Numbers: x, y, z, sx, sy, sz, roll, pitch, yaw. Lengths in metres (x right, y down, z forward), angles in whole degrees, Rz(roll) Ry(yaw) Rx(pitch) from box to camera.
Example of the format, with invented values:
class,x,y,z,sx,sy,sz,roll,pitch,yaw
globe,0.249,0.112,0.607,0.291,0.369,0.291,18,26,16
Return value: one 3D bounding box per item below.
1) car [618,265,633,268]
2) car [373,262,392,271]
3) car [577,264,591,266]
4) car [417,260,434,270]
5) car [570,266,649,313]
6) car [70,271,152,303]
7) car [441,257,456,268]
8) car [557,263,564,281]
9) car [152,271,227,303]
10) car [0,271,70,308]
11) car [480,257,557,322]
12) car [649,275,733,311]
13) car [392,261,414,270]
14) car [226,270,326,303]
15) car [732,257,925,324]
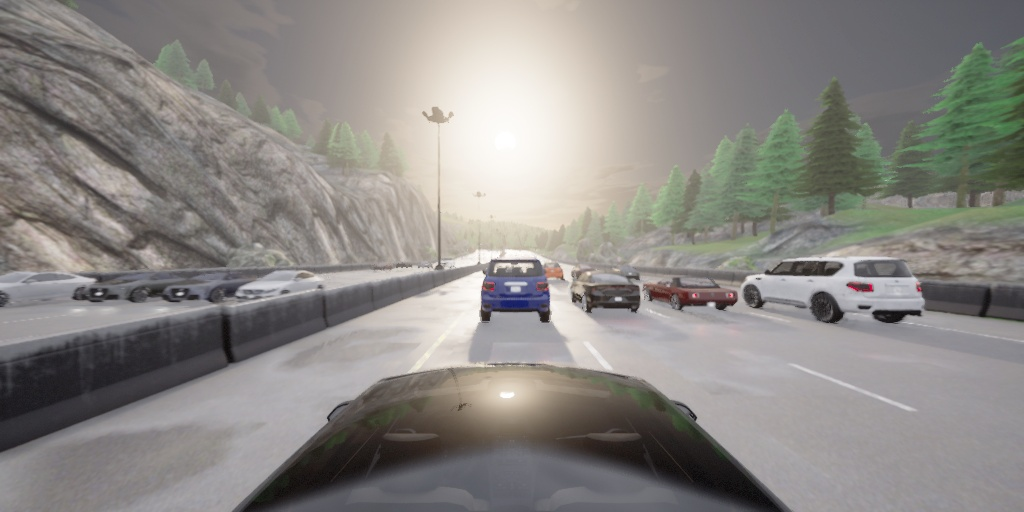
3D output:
class,x,y,z,sx,sy,sz,roll,pitch,yaw
car,10.600,1.565,34.157,1.994,1.385,4.181,0,0,0
car,-20.999,1.705,58.459,1.882,1.535,5.008,0,0,0
car,7.101,1.539,35.710,1.812,1.442,4.674,0,0,0
car,-13.999,1.433,58.449,1.812,1.442,4.674,0,0,0
car,3.599,1.327,14.608,1.882,1.535,5.008,0,0,0
car,-17.599,1.435,17.264,1.994,1.385,4.181,0,0,0
car,-10.499,1.134,58.421,2.150,2.045,5.566,0,0,0
car,3.600,1.352,33.969,2.097,1.767,4.553,0,0,0
car,-14.099,1.435,17.219,1.994,1.385,4.181,0,0,0
car,-21.099,1.384,15.618,1.812,1.442,4.674,0,0,0
car,0.089,1.058,12.852,2.150,2.045,5.566,0,0,0
car,7.099,1.453,14.979,1.895,1.301,4.718,0,0,0
car,-17.499,1.440,58.416,1.895,1.301,4.718,0,0,0
car,-10.600,1.394,16.889,1.812,1.442,4.674,0,0,0
car,10.599,1.055,12.542,2.150,2.045,5.566,0,0,0
